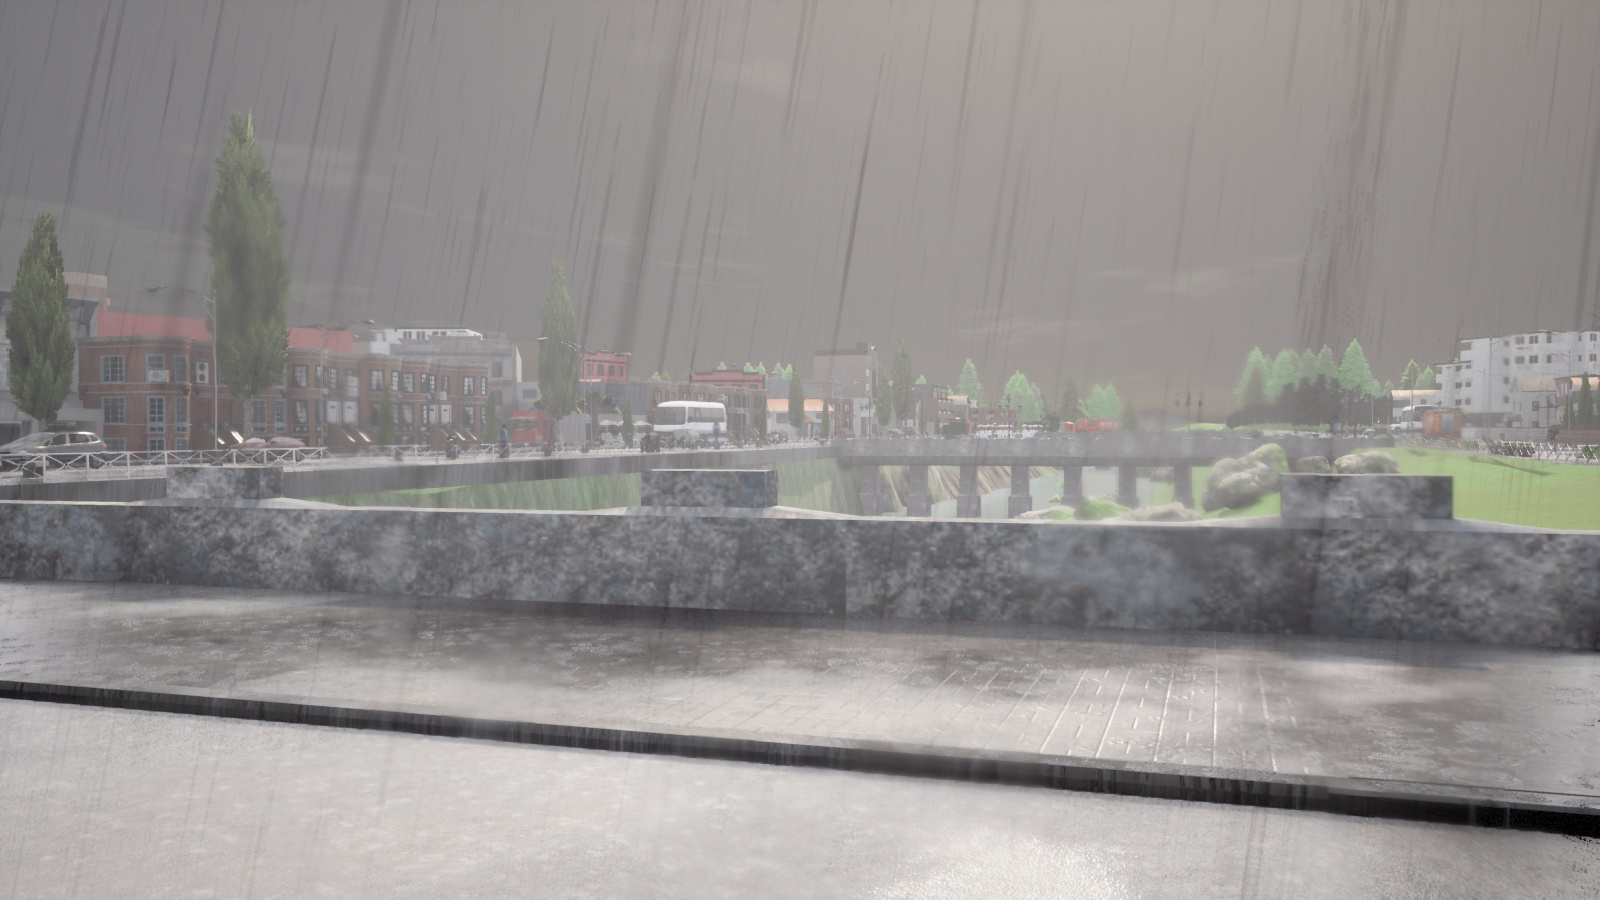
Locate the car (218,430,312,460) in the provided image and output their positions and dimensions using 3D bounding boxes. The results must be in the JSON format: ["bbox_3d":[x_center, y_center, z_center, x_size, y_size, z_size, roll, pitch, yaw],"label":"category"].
[{"bbox_3d":[-27.509,-0.288,64.741,1.812,1.442,4.674,1,1,19],"label":"car"}]

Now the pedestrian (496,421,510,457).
[{"bbox_3d":[-15.640,-0.582,66.165,0.396,1.930,0.692,1,1,23],"label":"pedestrian"}]

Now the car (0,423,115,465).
[{"bbox_3d":[-31.558,-0.291,52.687,2.242,1.667,4.611,1,1,19],"label":"car"}]
